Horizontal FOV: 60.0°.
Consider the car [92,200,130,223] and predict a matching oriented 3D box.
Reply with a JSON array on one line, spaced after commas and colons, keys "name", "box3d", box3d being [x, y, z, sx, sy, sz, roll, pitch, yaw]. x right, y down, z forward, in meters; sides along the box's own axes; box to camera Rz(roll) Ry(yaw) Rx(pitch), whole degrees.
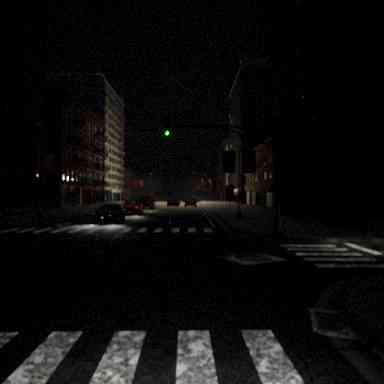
[{"name": "car", "box3d": [-6.705, 1.696, 27.210, 1.837, 1.490, 4.892, 0, 0, 0]}]

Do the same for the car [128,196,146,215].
[{"name": "car", "box3d": [-6.746, 1.612, 37.303, 2.097, 1.767, 4.553, 0, 0, -1]}]

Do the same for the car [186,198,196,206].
[{"name": "car", "box3d": [-0.259, 1.941, 67.809, 1.882, 1.535, 5.008, 0, 0, 0]}]

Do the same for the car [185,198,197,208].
[{"name": "car", "box3d": [-0.220, 1.748, 57.777, 2.097, 1.767, 4.553, 0, 0, 0]}]

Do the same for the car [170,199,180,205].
[{"name": "car", "box3d": [-3.430, 2.075, 69.360, 1.895, 1.301, 4.718, 0, 0, 0]}]

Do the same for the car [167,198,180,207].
[{"name": "car", "box3d": [-3.377, 1.884, 59.208, 1.882, 1.535, 5.008, 0, 0, 0]}]

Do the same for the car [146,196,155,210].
[{"name": "car", "box3d": [-6.781, 1.565, 49.686, 2.150, 2.045, 5.566, 0, 0, 0]}]
